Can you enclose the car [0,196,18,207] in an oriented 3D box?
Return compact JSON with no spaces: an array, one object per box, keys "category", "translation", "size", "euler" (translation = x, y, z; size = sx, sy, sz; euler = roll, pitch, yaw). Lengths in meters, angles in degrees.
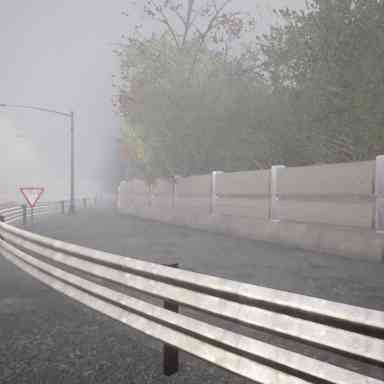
[{"category":"car","translation":[-27.202,1.620,48.591],"size":[1.895,1.301,4.718],"euler":[0,0,-9]}]
